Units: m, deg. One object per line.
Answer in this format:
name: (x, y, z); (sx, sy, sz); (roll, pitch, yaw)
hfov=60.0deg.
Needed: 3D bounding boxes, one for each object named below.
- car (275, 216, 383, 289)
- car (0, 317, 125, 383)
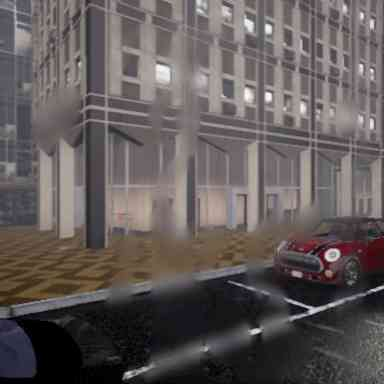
car: (4.145, 1.444, 9.139); (4.097, 1.590, 1.967); (0, 0, -36)
car: (-2.586, 1.489, 1.221); (4.902, 1.511, 2.128); (0, 0, -35)
